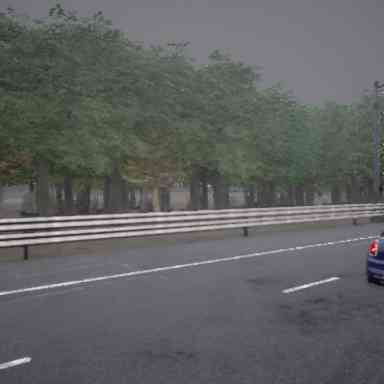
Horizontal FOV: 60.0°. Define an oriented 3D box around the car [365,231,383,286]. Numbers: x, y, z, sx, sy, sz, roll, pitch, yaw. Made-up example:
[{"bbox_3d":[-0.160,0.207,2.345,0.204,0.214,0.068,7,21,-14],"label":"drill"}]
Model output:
[{"bbox_3d":[6.302,1.347,8.164,4.553,1.767,2.097,0,0,-35],"label":"car"}]
